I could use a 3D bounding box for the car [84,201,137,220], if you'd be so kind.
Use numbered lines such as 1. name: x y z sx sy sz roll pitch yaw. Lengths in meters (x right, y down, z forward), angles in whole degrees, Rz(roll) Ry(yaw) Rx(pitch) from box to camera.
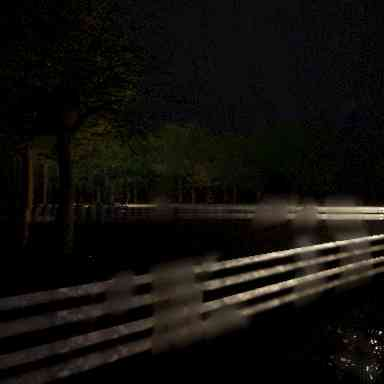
1. car: -8.353 1.812 33.400 4.553 1.767 2.097 0 -2 9

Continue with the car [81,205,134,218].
1. car: -9.379 2.126 37.097 5.357 1.411 2.033 0 -2 9
